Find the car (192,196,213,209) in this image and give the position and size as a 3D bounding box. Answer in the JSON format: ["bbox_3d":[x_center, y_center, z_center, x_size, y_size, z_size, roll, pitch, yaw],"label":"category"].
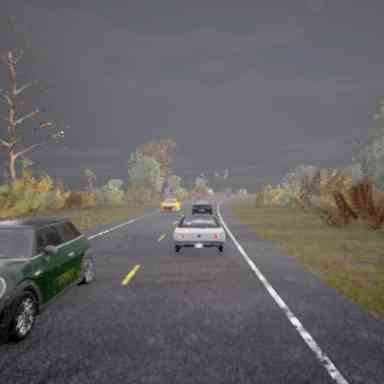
[{"bbox_3d":[1.029,1.485,32.261,1.882,1.535,5.008,0,0,3],"label":"car"}]

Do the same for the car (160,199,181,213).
[{"bbox_3d":[-2.365,1.485,37.644,1.882,1.535,5.008,0,0,4],"label":"car"}]

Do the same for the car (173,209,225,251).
[{"bbox_3d":[0.307,1.608,14.037,1.895,1.301,4.718,0,0,1],"label":"car"}]

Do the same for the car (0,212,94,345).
[{"bbox_3d":[-3.525,1.355,6.431,2.097,1.767,4.553,0,0,1],"label":"car"}]

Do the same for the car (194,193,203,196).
[{"bbox_3d":[1.592,0.995,78.526,2.097,1.767,4.553,0,0,7],"label":"car"}]
